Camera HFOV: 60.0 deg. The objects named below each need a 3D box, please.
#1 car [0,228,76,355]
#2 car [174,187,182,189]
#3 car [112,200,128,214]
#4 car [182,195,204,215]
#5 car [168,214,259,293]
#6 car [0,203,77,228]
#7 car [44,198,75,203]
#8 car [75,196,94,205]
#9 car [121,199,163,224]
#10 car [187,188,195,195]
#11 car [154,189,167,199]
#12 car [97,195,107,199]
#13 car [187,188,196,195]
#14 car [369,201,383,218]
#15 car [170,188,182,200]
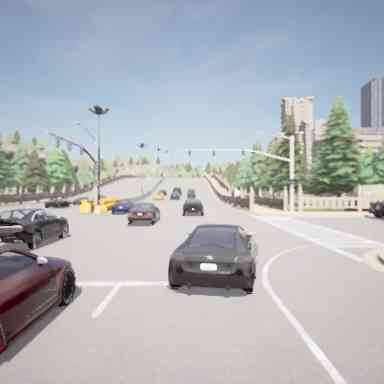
[{"bbox_3d":[-3.400,1.549,5.263,1.994,1.385,4.181,0,0,0],"label":"car"},{"bbox_3d":[-3.657,-0.245,81.286,2.150,2.045,5.566,0,7,0],"label":"car"},{"bbox_3d":[-6.898,1.469,34.245,1.994,1.385,4.181,0,0,0],"label":"car"},{"bbox_3d":[0.102,1.387,32.490,1.882,1.535,5.008,0,0,0],"label":"car"},{"bbox_3d":[0.742,1.539,8.977,1.994,1.385,4.181,0,0,11],"label":"car"},{"bbox_3d":[-6.899,1.453,14.224,2.128,1.511,4.902,0,0,0],"label":"car"},{"bbox_3d":[-17.568,1.480,43.680,1.895,1.301,4.718,0,0,0],"label":"car"},{"bbox_3d":[-17.508,1.399,53.554,2.033,1.411,5.357,0,0,0],"label":"car"},{"bbox_3d":[-3.399,1.480,24.143,2.033,1.411,5.357,0,0,0],"label":"car"},{"bbox_3d":[-0.172,-0.202,83.950,1.994,1.385,4.181,0,7,0],"label":"car"},{"bbox_3d":[-7.102,0.827,71.253,1.882,1.535,5.008,0,3,0],"label":"car"},{"bbox_3d":[-17.560,1.235,63.497,1.812,1.442,4.674,0,2,0],"label":"car"},{"bbox_3d":[-0.119,0.633,74.403,1.837,1.490,4.892,0,5,0],"label":"car"},{"bbox_3d":[17.413,1.146,26.939,5.566,2.045,2.150,0,0,0],"label":"car"},{"bbox_3d":[-3.602,0.706,71.235,2.097,1.767,4.553,0,3,0],"label":"car"}]
